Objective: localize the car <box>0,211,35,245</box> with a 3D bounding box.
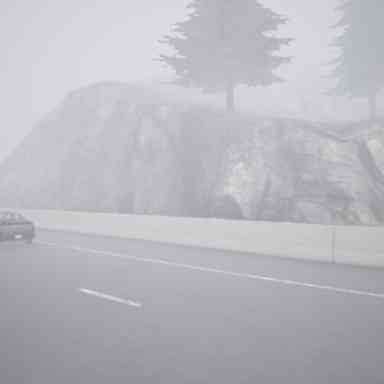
[{"bbox_3d":[-9.069,1.658,15.386,4.902,1.511,2.128,-1,0,40],"label":"car"}]
